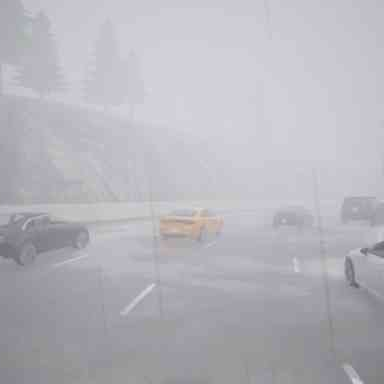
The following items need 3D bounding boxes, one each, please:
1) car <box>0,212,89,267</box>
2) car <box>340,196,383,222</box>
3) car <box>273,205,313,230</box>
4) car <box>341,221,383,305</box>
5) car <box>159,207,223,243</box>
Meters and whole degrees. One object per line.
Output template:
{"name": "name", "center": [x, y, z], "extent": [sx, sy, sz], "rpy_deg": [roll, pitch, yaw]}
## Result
{"name": "car", "center": [-5.375, 1.435, 11.352], "extent": [2.128, 1.511, 4.902], "rpy_deg": [0, 0, 13]}
{"name": "car", "center": [12.637, 1.329, 24.506], "extent": [2.150, 2.045, 5.566], "rpy_deg": [0, 0, 38]}
{"name": "car", "center": [6.656, 1.578, 21.834], "extent": [1.812, 1.442, 4.674], "rpy_deg": [0, 0, 30]}
{"name": "car", "center": [4.410, 1.564, 6.310], "extent": [1.812, 1.442, 4.674], "rpy_deg": [0, 0, 9]}
{"name": "car", "center": [0.105, 1.471, 16.338], "extent": [1.882, 1.535, 5.008], "rpy_deg": [0, 0, 20]}
